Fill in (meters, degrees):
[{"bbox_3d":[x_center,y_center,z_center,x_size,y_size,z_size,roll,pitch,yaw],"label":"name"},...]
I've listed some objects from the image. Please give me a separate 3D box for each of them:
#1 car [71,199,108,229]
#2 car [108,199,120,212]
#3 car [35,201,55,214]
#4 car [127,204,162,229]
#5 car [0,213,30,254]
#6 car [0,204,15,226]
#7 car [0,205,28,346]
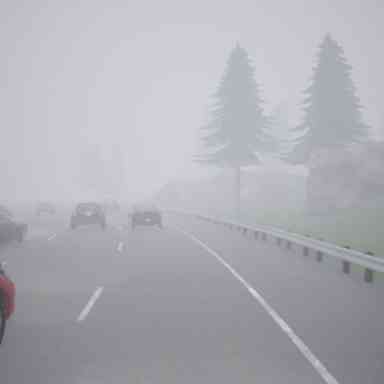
[{"bbox_3d":[-7.024,1.436,22.792,2.097,1.767,4.553,0,0,-15],"label":"car"},{"bbox_3d":[-9.957,1.627,39.714,2.128,1.511,4.902,0,0,-27],"label":"car"},{"bbox_3d":[-16.653,1.710,37.686,2.033,1.411,5.357,0,0,-28],"label":"car"},{"bbox_3d":[-3.278,1.543,22.388,1.882,1.535,5.008,0,0,-15],"label":"car"},{"bbox_3d":[-8.389,1.671,13.690,1.895,1.301,4.718,0,0,-10],"label":"car"},{"bbox_3d":[-14.954,1.674,25.130,2.033,1.411,5.357,0,0,-19],"label":"car"},{"bbox_3d":[-3.653,1.245,2.632,2.150,2.045,5.566,0,0,-2],"label":"car"}]
